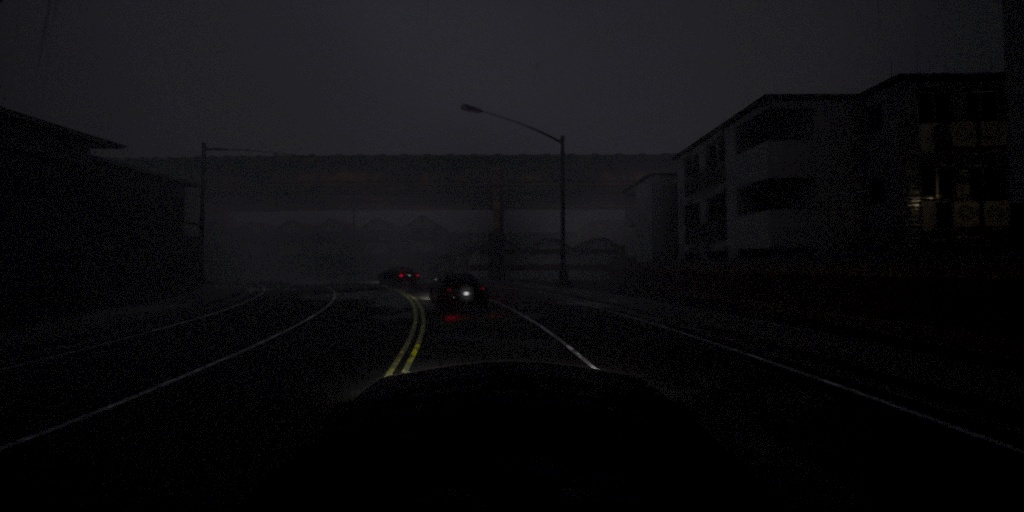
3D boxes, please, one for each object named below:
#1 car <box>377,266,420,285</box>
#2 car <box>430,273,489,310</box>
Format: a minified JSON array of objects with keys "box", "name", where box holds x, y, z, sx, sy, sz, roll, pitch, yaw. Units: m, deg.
[{"box":[-9.088,1.530,28.549,2.033,1.411,5.357,1,-1,-37],"name":"car"},{"box":[-2.381,1.420,15.591,1.994,1.385,4.181,0,0,-19],"name":"car"}]
